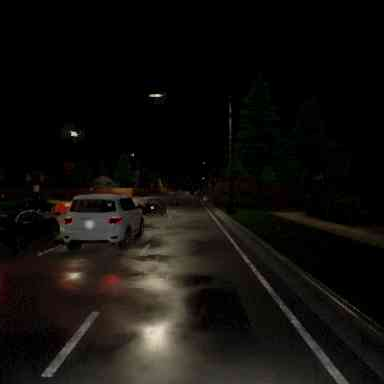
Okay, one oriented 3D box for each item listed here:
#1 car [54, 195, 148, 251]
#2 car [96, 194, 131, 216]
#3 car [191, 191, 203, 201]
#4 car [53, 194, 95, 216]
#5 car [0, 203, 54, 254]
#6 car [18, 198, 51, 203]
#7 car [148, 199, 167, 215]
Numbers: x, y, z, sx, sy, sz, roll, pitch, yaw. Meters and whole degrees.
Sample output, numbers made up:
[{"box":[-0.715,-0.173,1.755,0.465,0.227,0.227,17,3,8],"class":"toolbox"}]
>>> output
[{"box":[-3.403,1.115,13.762,2.150,2.045,5.566,0,0,0],"class":"car"},{"box":[-6.904,1.123,29.769,2.097,1.767,4.553,0,0,0],"class":"car"},{"box":[1.224,0.944,66.625,1.801,1.575,5.366,0,0,0],"class":"car"},{"box":[-10.404,1.123,29.778,2.097,1.767,4.553,0,0,0],"class":"car"},{"box":[-6.905,1.391,13.091,2.128,1.511,4.902,0,0,0],"class":"car"},{"box":[-14.158,1.273,30.129,1.837,1.490,4.892,0,0,0],"class":"car"},{"box":[-3.403,1.329,30.590,1.994,1.385,4.181,0,0,0],"class":"car"}]
